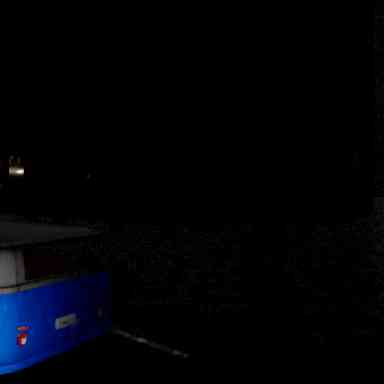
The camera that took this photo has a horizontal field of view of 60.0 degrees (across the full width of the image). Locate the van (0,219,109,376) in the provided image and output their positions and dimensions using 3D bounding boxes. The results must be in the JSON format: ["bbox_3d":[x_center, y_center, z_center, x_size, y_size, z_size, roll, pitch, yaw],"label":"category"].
[{"bbox_3d":[-3.049,1.340,5.141,3.998,1.788,1.690,0,0,36],"label":"van"}]

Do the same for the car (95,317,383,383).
[{"bbox_3d":[1.572,1.582,1.842,4.206,1.307,1.802,0,0,36],"label":"car"}]
